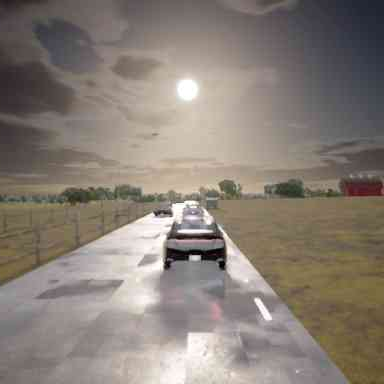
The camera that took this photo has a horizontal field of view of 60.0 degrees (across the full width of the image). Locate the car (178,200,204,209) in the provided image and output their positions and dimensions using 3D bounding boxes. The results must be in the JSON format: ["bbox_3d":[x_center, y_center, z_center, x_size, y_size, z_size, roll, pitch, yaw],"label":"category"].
[{"bbox_3d":[0.100,1.704,28.570,2.033,1.411,5.357,0,0,0],"label":"car"}]

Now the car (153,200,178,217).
[{"bbox_3d":[-2.841,1.756,34.416,2.033,1.411,5.357,0,-1,0],"label":"car"}]

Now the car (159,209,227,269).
[{"bbox_3d":[0.089,1.542,11.267,2.128,1.511,4.902,0,0,0],"label":"car"}]

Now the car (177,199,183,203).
[{"bbox_3d":[-2.733,2.166,75.259,1.994,1.385,4.181,0,-1,0],"label":"car"}]

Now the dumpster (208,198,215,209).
[{"bbox_3d":[3.137,1.818,53.462,1.020,1.700,1.940,0,-1,0],"label":"dumpster"}]
